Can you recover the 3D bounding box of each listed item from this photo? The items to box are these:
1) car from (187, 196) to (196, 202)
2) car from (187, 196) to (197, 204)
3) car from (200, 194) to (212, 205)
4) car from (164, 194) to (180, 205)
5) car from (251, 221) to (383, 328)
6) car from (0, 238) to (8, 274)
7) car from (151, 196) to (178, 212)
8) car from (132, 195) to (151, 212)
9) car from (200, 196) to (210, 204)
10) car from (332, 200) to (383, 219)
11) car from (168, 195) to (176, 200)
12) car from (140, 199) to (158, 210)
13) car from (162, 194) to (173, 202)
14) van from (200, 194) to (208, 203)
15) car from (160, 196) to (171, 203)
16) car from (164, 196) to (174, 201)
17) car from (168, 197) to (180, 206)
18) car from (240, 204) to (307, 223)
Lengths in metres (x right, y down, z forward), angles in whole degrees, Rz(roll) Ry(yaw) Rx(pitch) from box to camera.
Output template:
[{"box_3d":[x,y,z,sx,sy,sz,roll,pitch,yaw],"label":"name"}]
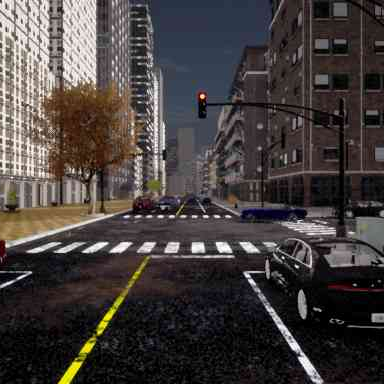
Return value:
[{"box_3d":[-0.047,1.624,78.899,1.994,1.385,4.181,0,0,0],"label":"car"},{"box_3d":[0.059,1.617,67.748,1.994,1.385,4.181,0,0,0],"label":"car"},{"box_3d":[2.652,1.610,61.384,1.947,1.339,4.313,0,0,0],"label":"car"},{"box_3d":[-3.125,1.381,48.344,2.097,1.767,4.553,0,0,0],"label":"car"},{"box_3d":[2.683,1.551,6.904,2.008,1.369,4.403,0,0,0],"label":"car"},{"box_3d":[-5.697,1.545,6.900,1.887,1.381,4.507,0,0,0],"label":"car"},{"box_3d":[-3.124,1.511,38.466,2.128,1.511,4.902,0,0,0],"label":"car"},{"box_3d":[-5.717,1.336,39.288,2.192,1.841,5.009,0,0,0],"label":"car"},{"box_3d":[2.649,1.577,67.076,1.752,1.417,4.829,0,0,0],"label":"car"},{"box_3d":[13.409,1.350,26.316,4.403,1.369,2.008,-1,1,-1],"label":"car"},{"box_3d":[-5.749,1.653,94.516,2.008,1.369,4.403,0,0,0],"label":"car"},{"box_3d":[-5.719,1.592,44.811,1.947,1.339,4.313,0,0,0],"label":"car"},{"box_3d":[-5.739,1.385,77.947,2.192,1.841,5.009,0,0,0],"label":"car"},{"box_3d":[2.645,1.401,72.430,1.690,1.788,3.998,0,0,0],"label":"van"},{"box_3d":[-5.736,1.626,72.425,1.947,1.339,4.313,0,0,0],"label":"car"},{"box_3d":[-5.742,1.631,83.471,2.008,1.369,4.403,0,0,0],"label":"car"},{"box_3d":[-3.116,1.641,58.416,1.895,1.301,4.718,0,0,0],"label":"car"},{"box_3d":[5.967,1.549,24.613,4.718,1.301,1.895,-2,0,13],"label":"car"}]
